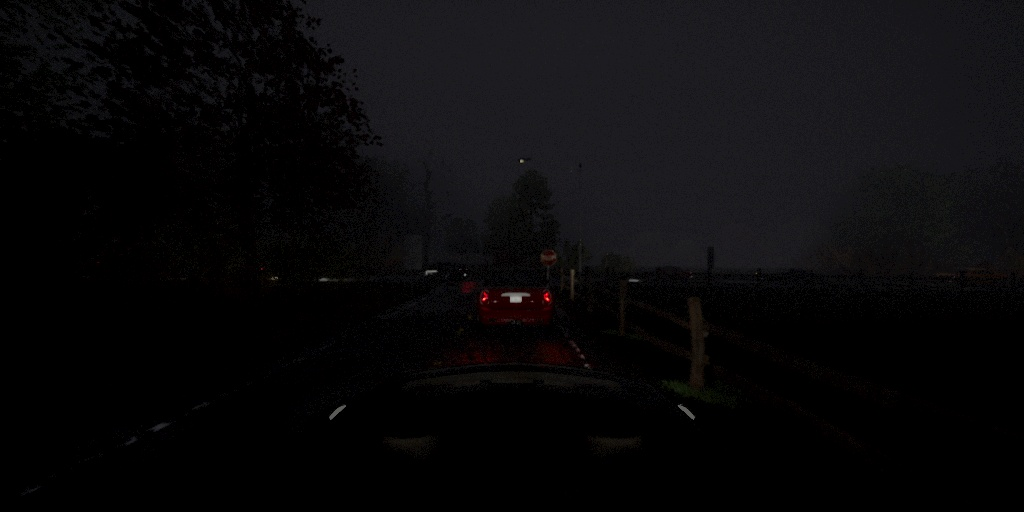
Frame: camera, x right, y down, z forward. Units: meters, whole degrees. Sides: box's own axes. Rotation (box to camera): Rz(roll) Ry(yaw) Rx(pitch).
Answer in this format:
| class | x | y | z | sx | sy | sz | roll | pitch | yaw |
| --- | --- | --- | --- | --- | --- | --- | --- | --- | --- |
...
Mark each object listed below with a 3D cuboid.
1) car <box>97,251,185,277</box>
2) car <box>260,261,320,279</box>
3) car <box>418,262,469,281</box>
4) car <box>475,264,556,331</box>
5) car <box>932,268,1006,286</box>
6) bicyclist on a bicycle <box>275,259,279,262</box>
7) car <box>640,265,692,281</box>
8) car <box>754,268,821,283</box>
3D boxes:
| class | x | y | z | sx | sy | sz | roll | pitch | yaw |
| --- | --- | --- | --- | --- | --- | --- | --- | --- | --- |
| car | -29.749 | 0.618 | 28.819 | 5.566 | 2.045 | 2.150 | 1 | 1 | 0 |
| car | -17.775 | 1.126 | 28.868 | 4.181 | 1.385 | 1.994 | 1 | 1 | 0 |
| car | -5.802 | 1.214 | 30.164 | 4.892 | 1.490 | 1.837 | 1 | -1 | 34 |
| car | 0.098 | 1.109 | 11.124 | 2.097 | 1.767 | 4.553 | 0 | 0 | 0 |
| car | 40.445 | 1.820 | 31.815 | 5.008 | 1.535 | 1.882 | 1 | 1 | 0 |
| bicyclist on a bicycle | -22.669 | 0.880 | 34.836 | 0.582 | 1.620 | 1.656 | 1 | 0 | 0 |
| car | 13.672 | 1.523 | 31.880 | 4.181 | 1.385 | 1.994 | 1 | 1 | -1 |
| car | 24.340 | 1.712 | 31.863 | 4.718 | 1.301 | 1.895 | 1 | 1 | 0 |
